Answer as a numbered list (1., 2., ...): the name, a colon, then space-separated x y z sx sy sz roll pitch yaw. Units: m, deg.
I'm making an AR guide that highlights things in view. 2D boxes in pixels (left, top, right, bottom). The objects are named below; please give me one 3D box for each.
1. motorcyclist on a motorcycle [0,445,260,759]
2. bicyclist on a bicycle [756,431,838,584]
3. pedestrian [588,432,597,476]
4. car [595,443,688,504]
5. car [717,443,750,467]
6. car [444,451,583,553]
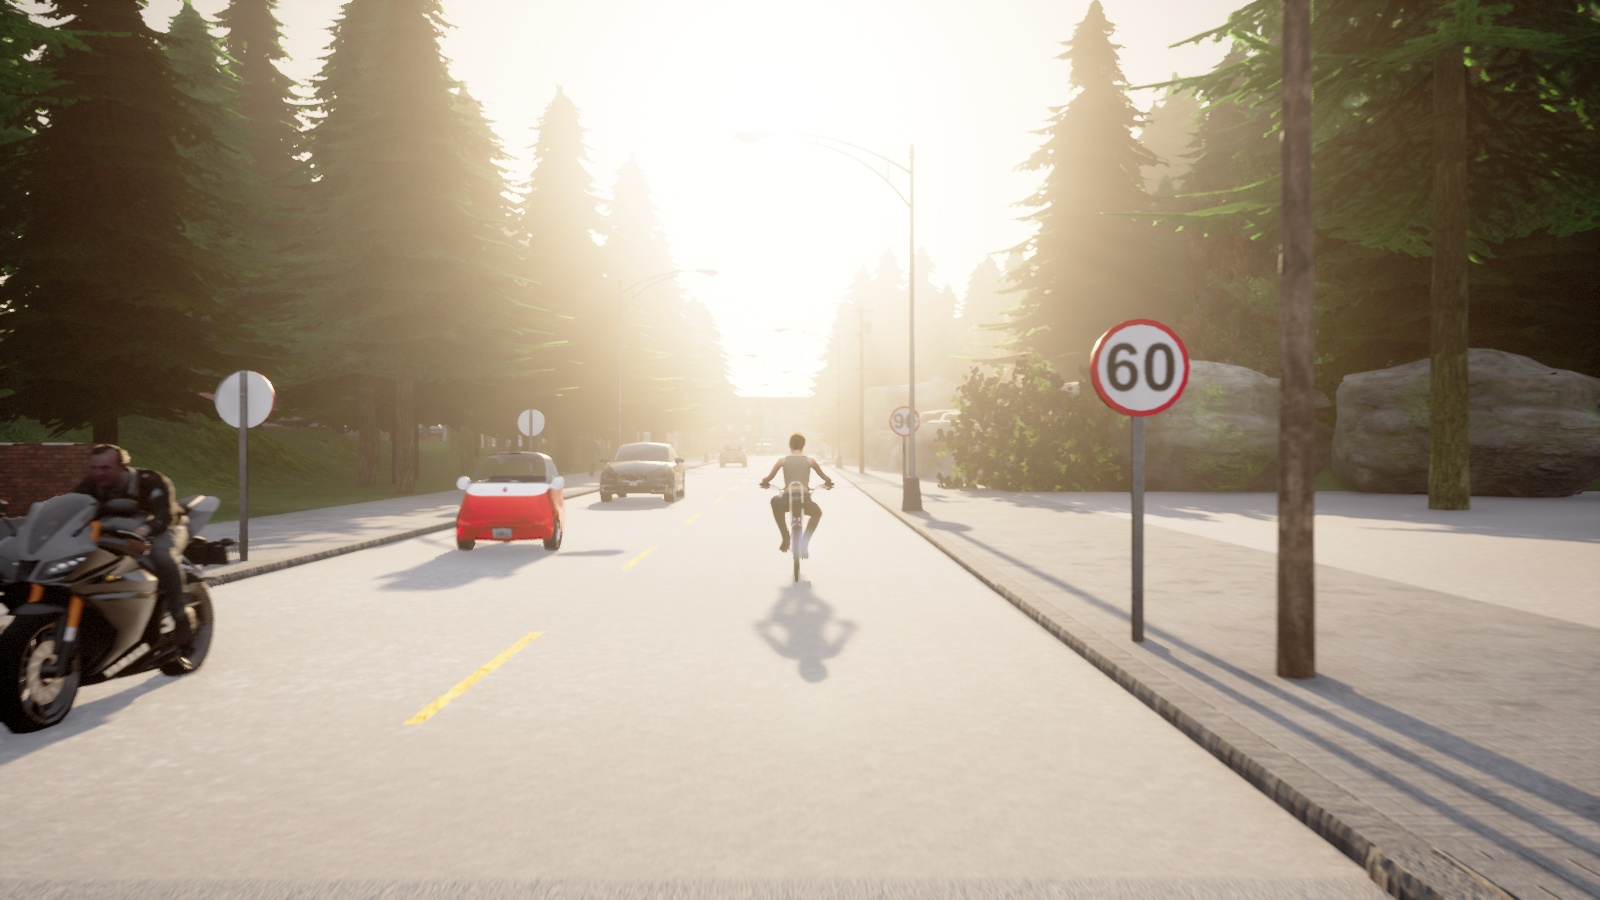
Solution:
1. motorcyclist on a motorcycle: -4.006 0.738 7.216 0.866 1.530 2.191 0 0 0
2. bicyclist on a bicycle: -0.029 0.604 13.966 0.866 1.612 1.509 0 0 0
3. pedestrian: -8.592 0.157 52.087 0.370 1.835 0.726 0 0 -9
4. car: -4.078 0.563 32.973 1.837 1.490 4.892 0 0 0
5. car: -4.147 0.313 78.918 1.845 1.501 3.633 0 0 0
6. car: -4.036 0.697 17.942 1.481 1.376 2.207 0 0 0
